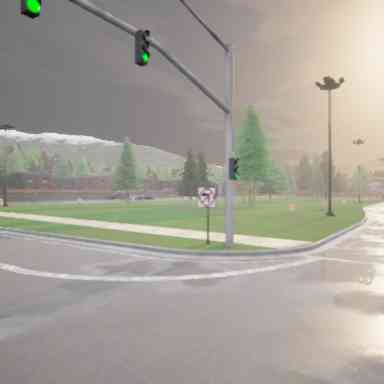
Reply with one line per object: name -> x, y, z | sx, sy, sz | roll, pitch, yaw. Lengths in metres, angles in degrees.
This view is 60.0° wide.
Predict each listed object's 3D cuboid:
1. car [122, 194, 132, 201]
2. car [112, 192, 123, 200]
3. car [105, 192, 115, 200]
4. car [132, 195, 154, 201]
car -> -14.247, 1.403, 82.198 | 1.812, 1.442, 4.674 | 0, 0, 35
car -> -17.117, 1.402, 84.201 | 1.812, 1.442, 4.674 | 0, 0, 35
car -> -20.004, 1.103, 86.180 | 2.150, 2.045, 5.566 | 0, 0, 35
car -> -11.377, 1.358, 80.195 | 1.882, 1.535, 5.008 | 0, 0, 35
